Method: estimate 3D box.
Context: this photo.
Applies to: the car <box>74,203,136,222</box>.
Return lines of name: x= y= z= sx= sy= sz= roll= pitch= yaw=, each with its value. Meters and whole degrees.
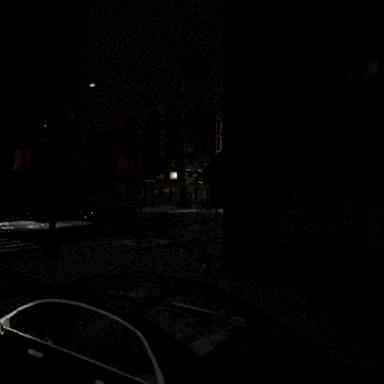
car: x=-6.898 y=1.635 z=27.278 sx=1.895 sy=1.301 sz=4.718 roll=0 pitch=0 yaw=35

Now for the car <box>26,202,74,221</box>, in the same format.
car: x=-10.711 y=1.575 z=27.509 sx=2.033 sy=1.411 sz=5.357 roll=0 pitch=0 yaw=35

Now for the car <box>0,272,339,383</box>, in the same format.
car: x=-0.849 y=1.552 z=3.451 sx=4.403 sy=1.369 sz=2.008 roll=0 pitch=0 yaw=35

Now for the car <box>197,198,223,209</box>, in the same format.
car: x=2.512 y=1.566 z=46.229 sx=2.128 sy=1.511 sz=4.902 roll=0 pitch=0 yaw=35
